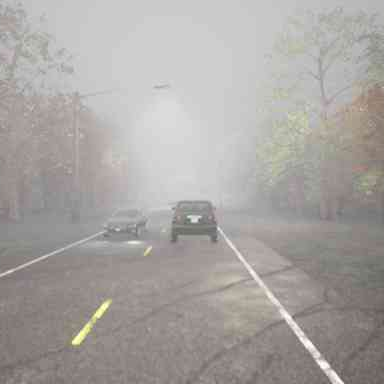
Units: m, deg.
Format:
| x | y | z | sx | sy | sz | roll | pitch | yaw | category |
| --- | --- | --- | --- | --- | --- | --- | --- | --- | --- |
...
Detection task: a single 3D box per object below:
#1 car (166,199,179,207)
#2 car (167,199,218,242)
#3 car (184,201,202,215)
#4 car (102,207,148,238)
| x | y | z | sx | sy | sz | roll | pitch | yaw | category |
| --- | --- | --- | --- | --- | --- | --- | --- | --- | --- |
| -3.512 | 1.982 | 60.302 | 1.895 | 1.301 | 4.718 | 0 | 0 | 1 | car |
| 0.106 | 1.348 | 17.254 | 2.150 | 2.045 | 5.566 | 0 | 0 | 0 | car |
| 0.105 | 1.822 | 38.036 | 1.994 | 1.385 | 4.181 | 0 | 0 | 0 | car |
| -3.593 | 1.623 | 18.605 | 1.837 | 1.490 | 4.892 | 0 | 0 | 0 | car |
